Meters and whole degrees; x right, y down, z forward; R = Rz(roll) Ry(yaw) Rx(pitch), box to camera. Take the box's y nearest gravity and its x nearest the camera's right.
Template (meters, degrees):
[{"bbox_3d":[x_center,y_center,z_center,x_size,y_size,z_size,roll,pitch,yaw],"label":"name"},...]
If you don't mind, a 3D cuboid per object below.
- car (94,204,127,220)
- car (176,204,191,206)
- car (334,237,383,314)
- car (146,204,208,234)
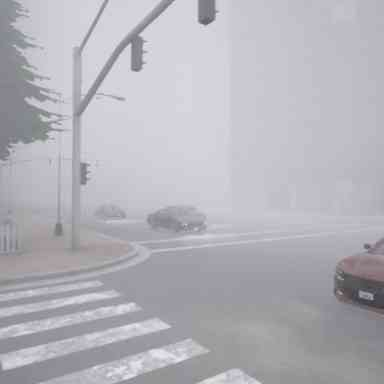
[{"bbox_3d":[-7.633,1.833,31.115,1.994,1.385,4.181,1,-1,-34],"label":"car"},{"bbox_3d":[-0.697,1.782,27.143,1.837,1.490,4.892,1,-1,-34],"label":"car"},{"bbox_3d":[5.154,1.590,7.327,5.008,1.535,1.882,1,-1,-34],"label":"car"},{"bbox_3d":[-1.170,1.776,21.559,2.033,1.411,5.357,1,-1,-33],"label":"car"}]
